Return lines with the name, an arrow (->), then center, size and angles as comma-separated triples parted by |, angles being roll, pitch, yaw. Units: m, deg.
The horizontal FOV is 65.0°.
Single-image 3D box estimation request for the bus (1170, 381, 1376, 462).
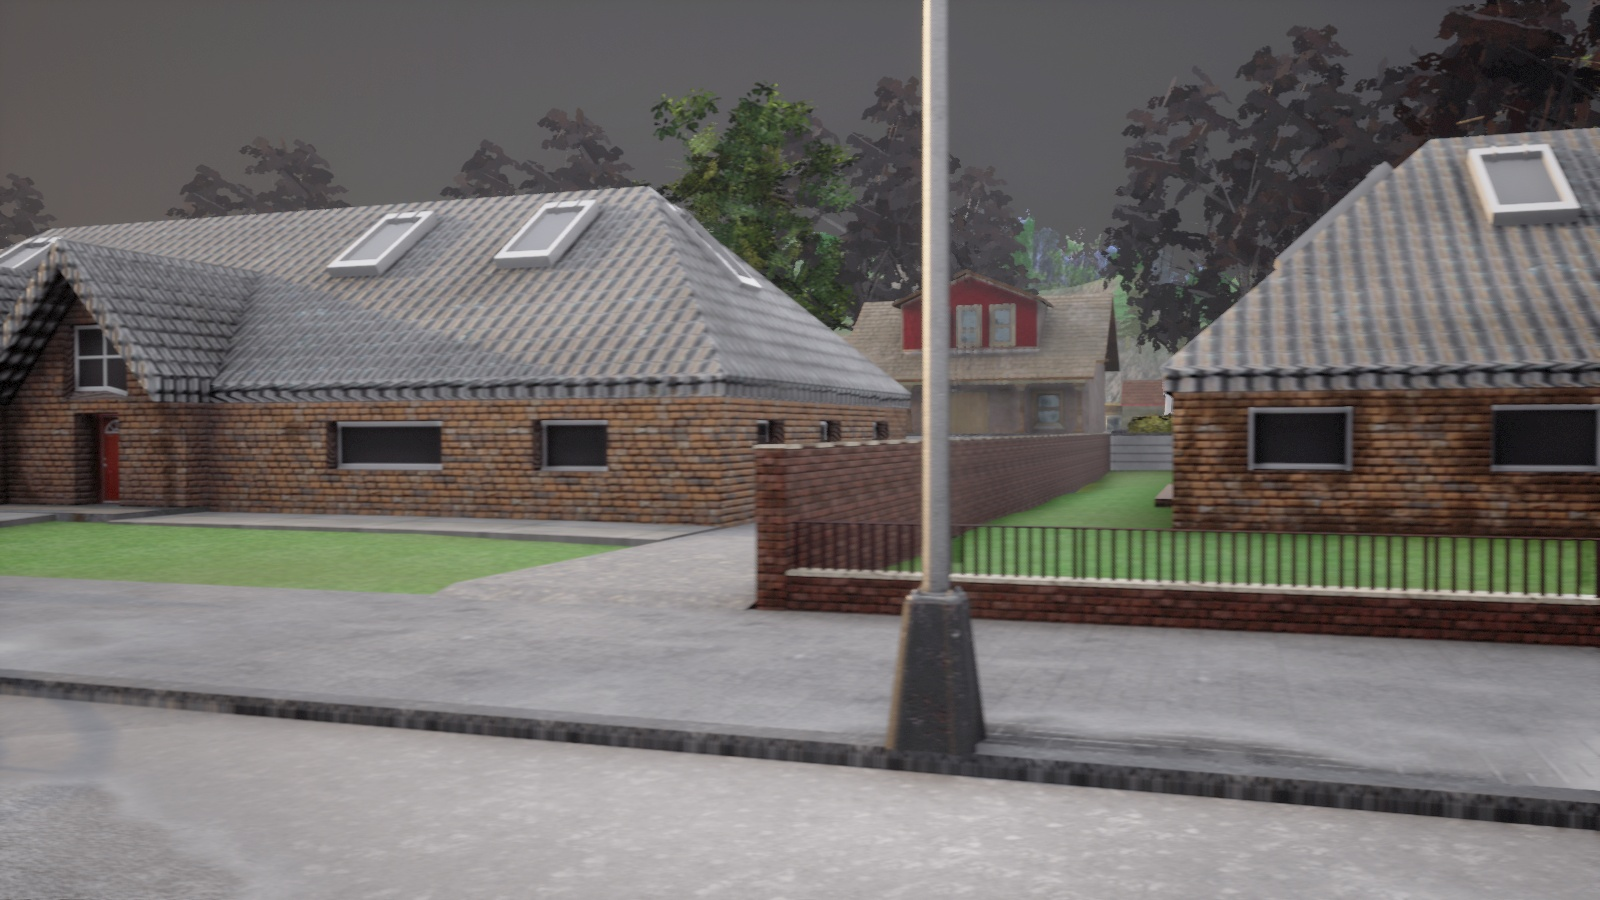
bus -> 25.758, -1.557, 68.913 | 10.273, 4.253, 3.944 | 1, 1, 19
